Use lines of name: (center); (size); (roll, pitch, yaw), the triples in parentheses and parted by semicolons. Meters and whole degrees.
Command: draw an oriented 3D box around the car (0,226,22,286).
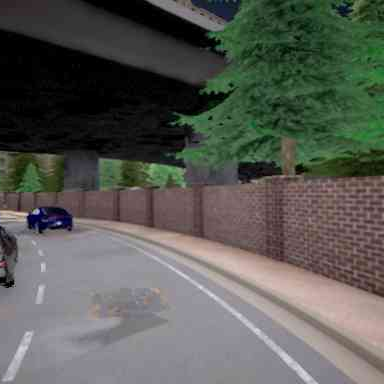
car: (-5.843, 1.657, 9.154); (2.033, 1.411, 5.357); (-1, 0, -26)

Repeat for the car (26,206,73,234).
car: (-9.009, 1.644, 20.884); (1.882, 1.535, 5.008); (-1, 0, -36)
